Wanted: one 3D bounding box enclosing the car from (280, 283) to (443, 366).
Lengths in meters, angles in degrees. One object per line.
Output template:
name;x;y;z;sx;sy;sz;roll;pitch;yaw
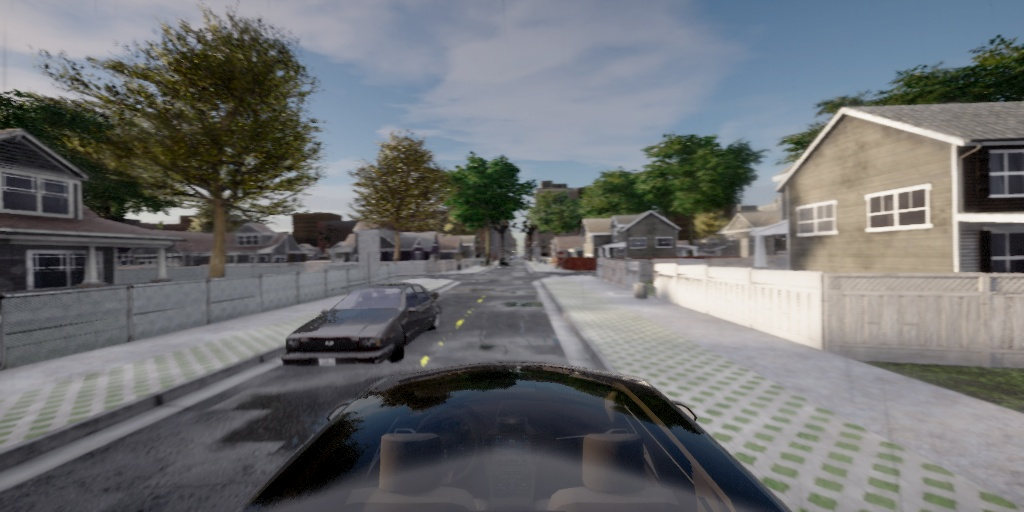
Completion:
car;-3.029;1.387;8.667;2.033;1.411;5.357;-1;0;2
